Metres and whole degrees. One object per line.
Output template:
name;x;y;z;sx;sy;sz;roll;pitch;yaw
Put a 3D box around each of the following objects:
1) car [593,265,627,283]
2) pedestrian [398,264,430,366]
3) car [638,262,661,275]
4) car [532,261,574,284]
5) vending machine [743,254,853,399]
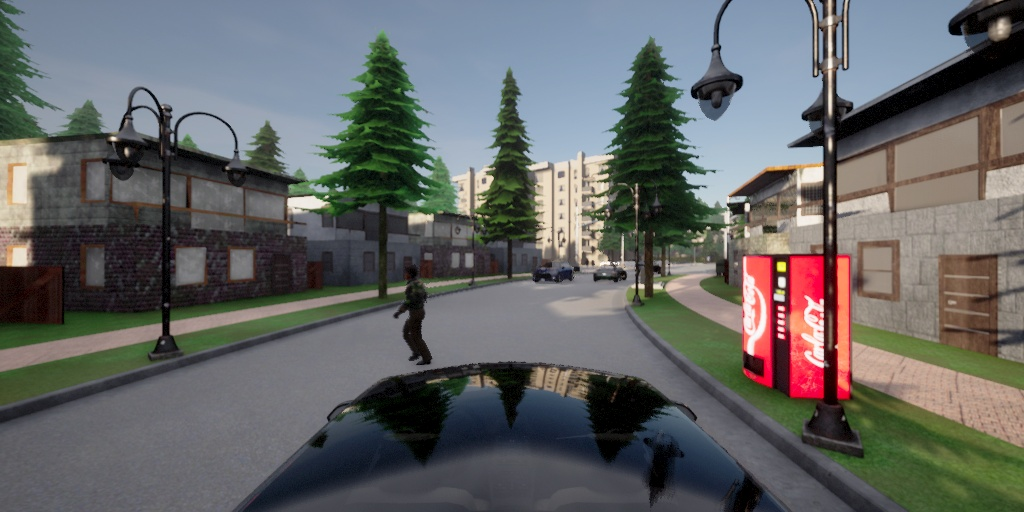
car;8.226;1.402;29.793;1.994;1.385;4.181;0;0;30
pedestrian;-1.796;1.058;6.593;0.375;1.860;0.375;0;0;6
car;15.564;1.365;40.711;2.128;1.511;4.902;0;0;38
car;3.300;1.183;28.386;2.097;1.767;4.553;0;0;28
vending machine;4.067;0.958;5.216;1.100;2.100;0.880;0;0;5
